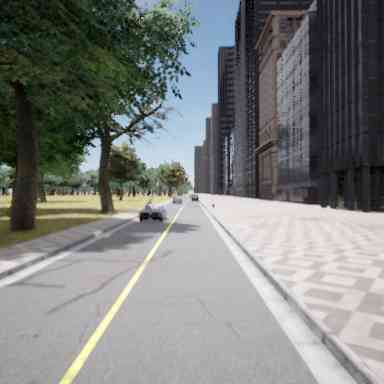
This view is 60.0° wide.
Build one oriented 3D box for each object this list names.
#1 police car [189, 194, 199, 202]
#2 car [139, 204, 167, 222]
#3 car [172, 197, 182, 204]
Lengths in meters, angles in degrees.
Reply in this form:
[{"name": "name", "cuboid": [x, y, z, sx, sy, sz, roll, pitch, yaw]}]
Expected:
[{"name": "police car", "cuboid": [0.900, 1.768, 89.063, 1.930, 1.638, 5.238, 0, 0, 0]}, {"name": "car", "cuboid": [-3.099, 1.692, 26.951, 1.895, 1.301, 4.718, 0, 0, 0]}, {"name": "car", "cuboid": [-3.001, 1.805, 68.215, 1.994, 1.385, 4.181, 0, 0, 0]}]
